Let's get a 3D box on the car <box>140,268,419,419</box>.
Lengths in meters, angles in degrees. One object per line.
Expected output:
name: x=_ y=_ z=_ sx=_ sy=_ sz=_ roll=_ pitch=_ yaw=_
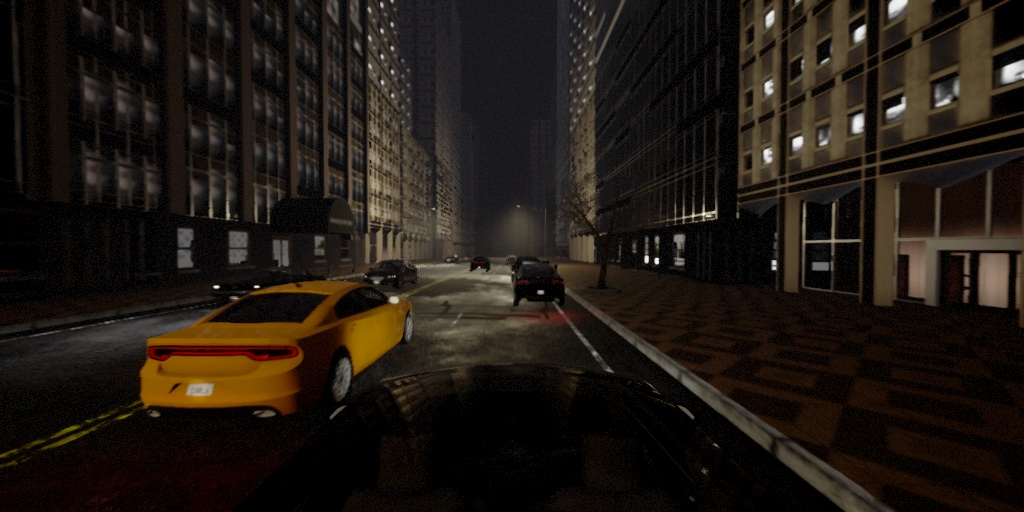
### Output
car: x=-3.149 y=1.162 z=6.096 sx=1.882 sy=1.535 sz=5.008 roll=0 pitch=1 yaw=0

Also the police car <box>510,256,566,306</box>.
police car: x=0.977 y=0.986 z=14.754 sx=1.930 sy=1.638 sz=5.238 roll=0 pitch=1 yaw=0

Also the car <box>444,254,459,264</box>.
car: x=-9.786 y=0.472 z=58.011 sx=2.128 sy=1.511 sz=4.902 roll=0 pitch=1 yaw=1

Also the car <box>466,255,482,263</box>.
car: x=-6.510 y=0.479 z=62.094 sx=2.033 sy=1.411 sz=5.357 roll=0 pitch=1 yaw=1

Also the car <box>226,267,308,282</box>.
car: x=-9.846 y=1.157 z=14.961 sx=1.895 sy=1.301 sz=4.718 roll=0 pitch=1 yaw=0

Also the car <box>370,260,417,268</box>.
car: x=-6.590 y=0.979 z=19.908 sx=2.128 sy=1.511 sz=4.902 roll=0 pitch=1 yaw=0

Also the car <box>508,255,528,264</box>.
car: x=0.979 y=0.775 z=24.614 sx=2.097 sy=1.767 sz=4.553 roll=0 pitch=1 yaw=0

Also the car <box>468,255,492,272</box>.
car: x=-3.144 y=0.766 z=36.503 sx=1.837 sy=1.490 sz=4.892 roll=0 pitch=1 yaw=0

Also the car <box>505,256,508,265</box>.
car: x=0.025 y=0.558 z=51.422 sx=2.128 sy=1.511 sz=4.902 roll=0 pitch=1 yaw=0
